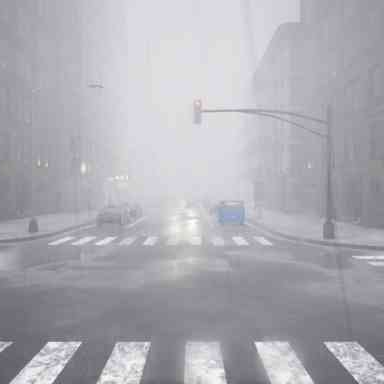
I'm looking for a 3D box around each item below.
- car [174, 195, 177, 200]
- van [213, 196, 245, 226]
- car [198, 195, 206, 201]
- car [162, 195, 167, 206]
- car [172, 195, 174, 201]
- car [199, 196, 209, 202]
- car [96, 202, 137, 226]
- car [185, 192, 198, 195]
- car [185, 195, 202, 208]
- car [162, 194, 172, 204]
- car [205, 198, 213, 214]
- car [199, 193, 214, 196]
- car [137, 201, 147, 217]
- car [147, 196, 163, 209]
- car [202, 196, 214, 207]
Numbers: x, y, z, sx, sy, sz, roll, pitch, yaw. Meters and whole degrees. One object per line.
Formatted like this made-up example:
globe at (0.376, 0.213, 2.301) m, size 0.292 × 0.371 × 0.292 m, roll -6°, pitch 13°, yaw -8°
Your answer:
car at (-5.388, 1.411, 80.012) m, size 1.967 × 1.590 × 4.097 m, roll 0°, pitch 0°, yaw 0°
van at (2.637, 1.340, 23.203) m, size 1.690 × 1.788 × 3.998 m, roll 0°, pitch 0°, yaw 0°
car at (2.637, 1.533, 85.697) m, size 1.947 × 1.339 × 4.313 m, roll 0°, pitch 0°, yaw 0°
car at (-5.388, 1.557, 51.604) m, size 1.947 × 1.339 × 4.313 m, roll 0°, pitch 0°, yaw 0°
car at (-5.388, 1.294, 68.648) m, size 2.192 × 1.841 × 5.009 m, roll 0°, pitch 0°, yaw 0°
car at (2.637, 1.526, 74.334) m, size 2.008 × 1.369 × 4.403 m, roll 0°, pitch 0°, yaw 0°
car at (-5.388, 1.550, 23.194) m, size 2.008 × 1.369 × 4.403 m, roll 0°, pitch 0°, yaw 0°
car at (0.094, 1.333, 67.112) m, size 2.097 × 1.767 × 4.553 m, roll 0°, pitch 0°, yaw -2°
car at (0.098, 1.519, 48.872) m, size 1.812 × 1.442 × 4.674 m, roll 0°, pitch 0°, yaw 0°
car at (-5.388, 1.549, 62.967) m, size 1.947 × 1.339 × 4.313 m, roll 0°, pitch 0°, yaw 0°
car at (2.637, 1.581, 34.565) m, size 1.802 × 1.307 × 4.206 m, roll 0°, pitch 0°, yaw 0°
car at (2.637, 1.306, 51.609) m, size 2.192 × 1.841 × 5.009 m, roll 0°, pitch 0°, yaw 0°
car at (-5.388, 1.544, 28.875) m, size 1.887 × 1.381 × 4.507 m, roll 0°, pitch 0°, yaw 0°
car at (-5.388, 1.521, 45.752) m, size 1.752 × 1.417 × 4.829 m, roll 0°, pitch 0°, yaw 0°
car at (2.637, 1.577, 45.928) m, size 1.802 × 1.307 × 4.206 m, roll 0°, pitch 0°, yaw 0°
